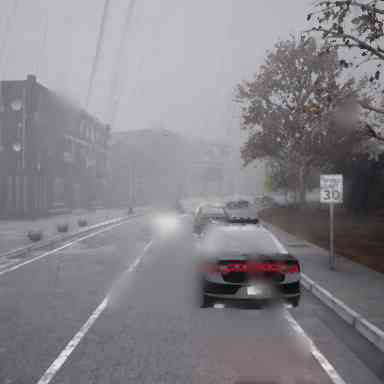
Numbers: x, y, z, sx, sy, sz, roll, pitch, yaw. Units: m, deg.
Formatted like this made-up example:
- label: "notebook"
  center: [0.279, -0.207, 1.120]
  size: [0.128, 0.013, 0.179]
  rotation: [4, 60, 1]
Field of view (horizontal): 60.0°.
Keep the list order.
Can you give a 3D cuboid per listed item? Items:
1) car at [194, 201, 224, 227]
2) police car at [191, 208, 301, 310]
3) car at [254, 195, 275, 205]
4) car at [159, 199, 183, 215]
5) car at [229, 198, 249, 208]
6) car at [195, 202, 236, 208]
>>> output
- label: "car"
  center: [1.262, 1.481, 23.772]
  size: [1.882, 1.535, 5.008]
  rotation: [0, 0, 4]
- label: "police car"
  center: [1.033, 1.427, 8.079]
  size: [1.930, 1.638, 5.238]
  rotation: [0, 0, 0]
- label: "car"
  center: [12.050, 1.289, 55.318]
  size: [1.837, 1.490, 4.892]
  rotation: [-1, 1, 40]
- label: "car"
  center: [-2.135, 1.501, 34.342]
  size: [2.128, 1.511, 4.902]
  rotation: [0, 0, 7]
- label: "car"
  center: [6.399, 1.518, 46.160]
  size: [1.895, 1.301, 4.718]
  rotation: [0, 0, 28]
- label: "car"
  center: [1.043, 1.509, 17.925]
  size: [1.837, 1.490, 4.892]
  rotation: [0, 0, 1]
